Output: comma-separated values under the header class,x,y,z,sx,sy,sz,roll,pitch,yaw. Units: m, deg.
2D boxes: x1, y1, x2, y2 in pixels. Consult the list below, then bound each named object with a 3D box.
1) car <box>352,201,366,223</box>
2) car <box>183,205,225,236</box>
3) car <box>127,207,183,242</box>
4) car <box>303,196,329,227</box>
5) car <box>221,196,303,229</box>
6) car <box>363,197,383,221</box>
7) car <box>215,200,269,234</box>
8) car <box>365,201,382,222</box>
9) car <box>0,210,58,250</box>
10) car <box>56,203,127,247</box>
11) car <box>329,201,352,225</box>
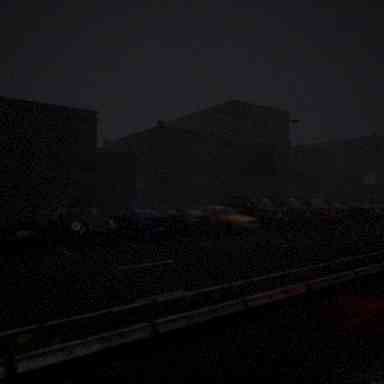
class,x,y,z,sx,sy,sz,roll,pitch,yaw
car,10.620,1.625,26.472,2.097,1.535,5.008,1,-1,-36
car,-0.584,1.541,18.457,2.002,1.452,4.674,0,0,-36
car,-2.822,1.492,16.851,2.097,1.535,5.008,0,0,-36
car,6.155,1.304,23.249,2.435,2.045,5.566,1,0,-36
car,3.913,1.280,21.644,2.435,2.045,5.566,1,0,-36
car,15.080,1.596,29.710,2.185,1.767,4.553,1,-1,-36
car,1.765,1.509,19.913,1.946,1.575,5.366,0,0,-36
car,12.837,1.702,28.102,2.163,1.488,4.792,1,-1,-36
car,-7.327,1.514,13.669,2.163,1.488,4.792,0,0,-36
car,-5.086,1.363,15.276,2.185,1.767,4.553,0,0,-36
car,8.394,1.338,24.851,2.435,2.045,5.566,1,-1,-36
